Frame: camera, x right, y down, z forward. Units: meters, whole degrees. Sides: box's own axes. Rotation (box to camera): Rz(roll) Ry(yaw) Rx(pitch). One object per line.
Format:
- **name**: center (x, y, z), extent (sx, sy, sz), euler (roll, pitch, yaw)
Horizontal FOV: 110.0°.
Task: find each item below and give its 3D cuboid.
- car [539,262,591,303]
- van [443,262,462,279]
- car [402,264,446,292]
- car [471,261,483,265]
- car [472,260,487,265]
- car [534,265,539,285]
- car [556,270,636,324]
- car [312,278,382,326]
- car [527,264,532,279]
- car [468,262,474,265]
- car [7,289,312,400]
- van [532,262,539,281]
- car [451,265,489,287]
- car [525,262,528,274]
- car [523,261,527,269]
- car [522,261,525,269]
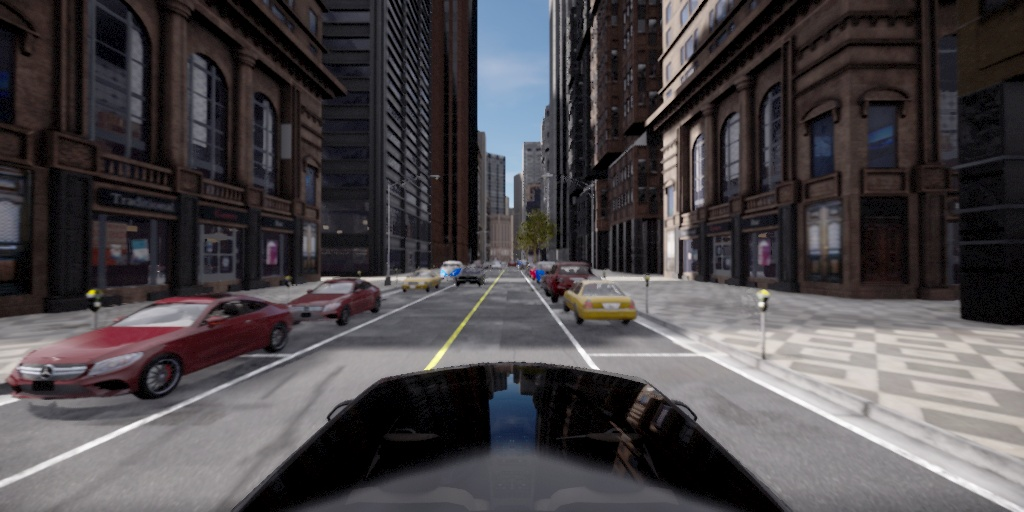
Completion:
- **car**: center (2.769, 1.223, 17.742), extent (2.192, 1.841, 5.009), euler (0, 0, 0)
- **van**: center (-5.749, 1.417, 34.589), extent (1.690, 1.789, 3.998), euler (0, 0, 0)
- **car**: center (-5.754, 1.489, 23.182), extent (1.751, 1.417, 4.829), euler (0, 0, 0)
- **car**: center (-5.742, 1.796, 51.444), extent (2.007, 1.370, 4.403), euler (0, 0, 0)
- **car**: center (-5.740, 1.618, 57.062), extent (2.192, 1.841, 5.009), euler (0, 0, 0)
- **car**: center (2.771, 1.515, 23.361), extent (2.007, 1.370, 4.403), euler (0, 0, 0)
- **car**: center (2.767, 1.378, 12.294), extent (1.751, 1.417, 4.829), euler (0, 0, 0)
- **car**: center (-5.759, 1.434, 12.115), extent (1.802, 1.307, 4.207), euler (0, 0, 0)
- **car**: center (2.776, 1.621, 34.597), extent (1.888, 1.381, 4.507), euler (0, 0, 0)
- **car**: center (-5.747, 1.683, 40.208), extent (2.007, 1.370, 4.403), euler (0, 0, 0)
- **car**: center (-5.761, 1.379, 6.497), extent (1.802, 1.307, 4.207), euler (0, 0, 0)
- **van**: center (2.774, 1.361, 28.979), extent (1.690, 1.789, 3.998), euler (0, 0, 0)
- **car**: center (-3.089, 1.604, 27.268), extent (1.895, 1.301, 4.718), euler (0, -1, 0)
- **car**: center (2.778, 1.677, 40.215), extent (1.888, 1.381, 4.507), euler (0, 0, 0)
- **car**: center (2.781, 1.739, 45.827), extent (2.007, 1.370, 4.403), euler (0, 0, 0)
- **car**: center (2.783, 1.771, 51.621), extent (1.751, 1.417, 4.829), euler (0, 0, 0)
